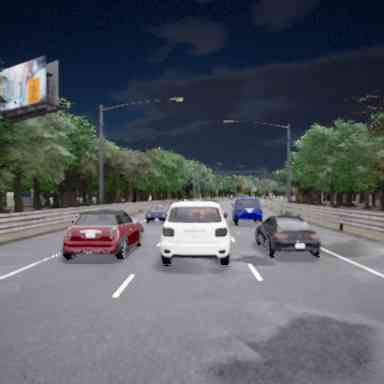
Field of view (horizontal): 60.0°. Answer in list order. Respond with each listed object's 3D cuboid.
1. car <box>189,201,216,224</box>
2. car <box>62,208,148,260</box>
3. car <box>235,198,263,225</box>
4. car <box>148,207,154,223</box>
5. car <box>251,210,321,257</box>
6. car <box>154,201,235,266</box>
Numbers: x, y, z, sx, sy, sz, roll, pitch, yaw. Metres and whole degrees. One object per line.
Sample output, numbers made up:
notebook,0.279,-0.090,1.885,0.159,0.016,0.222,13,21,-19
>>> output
car,0.955,1.631,27.870,2.097,1.767,4.553,0,-1,4
car,-3.285,1.483,13.177,2.097,1.767,4.553,0,-1,2
car,4.372,1.495,26.791,2.150,2.045,5.566,0,0,4
car,-2.556,1.882,27.923,1.895,1.301,4.718,0,-1,4
car,3.733,1.660,13.466,1.812,1.442,4.674,0,0,3
car,0.169,1.347,12.220,2.150,2.045,5.566,0,0,2
